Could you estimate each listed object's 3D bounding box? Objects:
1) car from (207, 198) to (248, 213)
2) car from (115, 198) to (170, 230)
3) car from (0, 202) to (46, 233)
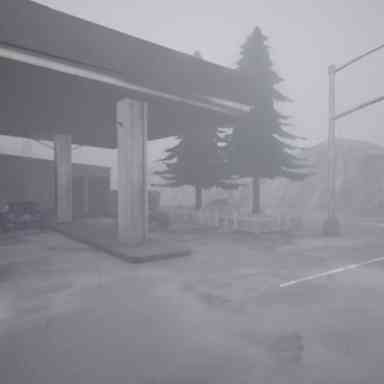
[{"bbox_3d":[3.075,1.230,29.729,1.994,1.385,4.181,-1,1,-35],"label":"car"},{"bbox_3d":[-2.994,1.179,19.355,1.905,1.878,3.866,-1,1,-36],"label":"car"},{"bbox_3d":[-10.122,1.379,19.576,2.242,1.667,4.611,-1,1,-36],"label":"car"}]
